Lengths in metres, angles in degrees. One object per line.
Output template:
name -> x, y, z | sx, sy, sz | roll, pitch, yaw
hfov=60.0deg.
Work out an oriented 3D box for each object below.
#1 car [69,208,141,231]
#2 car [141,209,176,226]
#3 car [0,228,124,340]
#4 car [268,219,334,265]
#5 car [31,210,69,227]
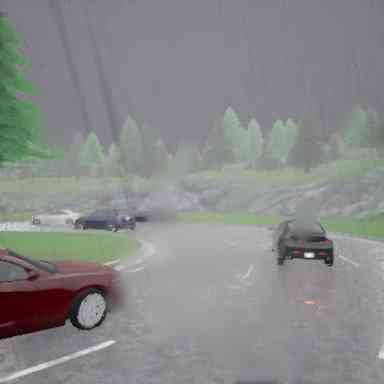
car -> -6.445, 1.988, 24.529 | 4.553, 1.767, 2.097 | -1, -1, 28
car -> -3.900, 2.289, 31.029 | 4.902, 1.511, 2.128 | -1, -2, 25
car -> -3.586, 1.628, 5.492 | 5.008, 1.535, 1.882 | 1, -1, -38
car -> 4.150, 1.836, 13.059 | 1.837, 1.490, 4.892 | 1, -1, 9
car -> -11.720, 2.290, 29.275 | 4.674, 1.442, 1.812 | 0, -2, 3
